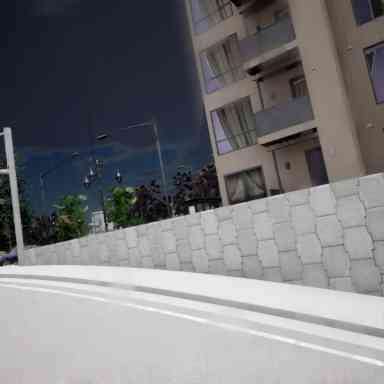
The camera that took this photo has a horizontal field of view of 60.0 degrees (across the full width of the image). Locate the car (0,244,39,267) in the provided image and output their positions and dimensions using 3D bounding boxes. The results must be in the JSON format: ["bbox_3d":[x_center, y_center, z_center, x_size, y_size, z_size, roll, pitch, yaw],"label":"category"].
[{"bbox_3d":[-15.557,5.660,29.616,2.097,1.767,4.553,-15,-9,35],"label":"car"}]
